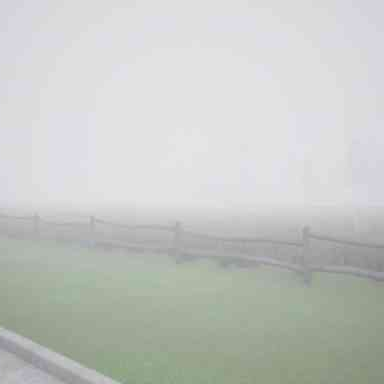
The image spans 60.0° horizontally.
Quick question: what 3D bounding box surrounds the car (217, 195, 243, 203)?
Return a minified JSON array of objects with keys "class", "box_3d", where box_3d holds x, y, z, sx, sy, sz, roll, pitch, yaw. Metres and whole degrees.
[{"class":"car","box_3d":[6.930,1.395,61.130,4.605,1.855,1.932,0,0,35]}]
